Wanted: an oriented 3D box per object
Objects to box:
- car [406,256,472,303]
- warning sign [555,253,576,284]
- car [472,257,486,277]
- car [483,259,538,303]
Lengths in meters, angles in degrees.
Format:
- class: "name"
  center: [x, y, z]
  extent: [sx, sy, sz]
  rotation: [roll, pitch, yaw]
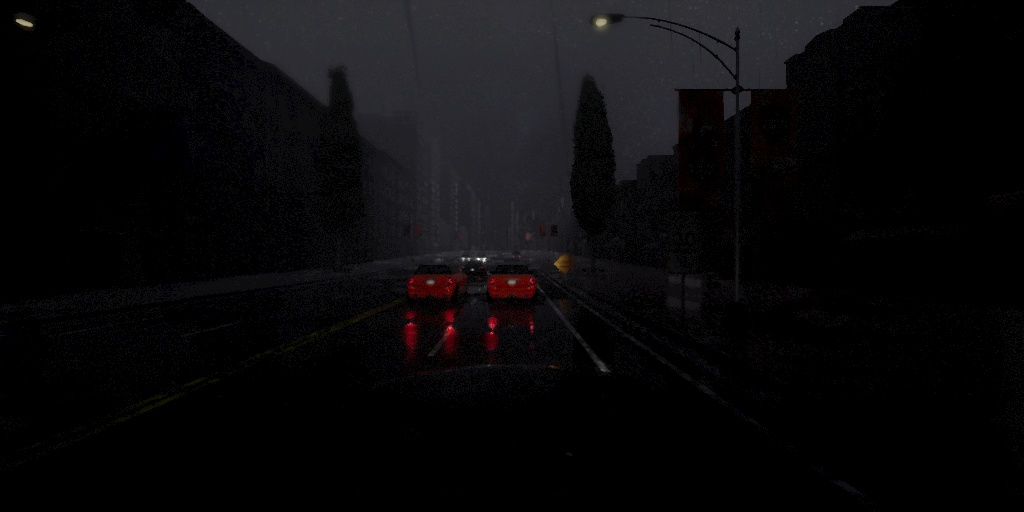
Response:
- class: "car"
  center: [-3.250, 1.053, 16.464]
  extent: [2.097, 1.767, 4.553]
  rotation: [0, 0, 0]
- class: "warning sign"
  center: [3.225, 0.754, 21.680]
  extent: [1.300, 1.860, 1.060]
  rotation: [0, 0, 0]
- class: "car"
  center: [-3.250, 1.066, 31.489]
  extent: [1.994, 1.385, 4.181]
  rotation: [0, 1, 0]
- class: "car"
  center: [0.000, 1.053, 16.464]
  extent: [2.097, 1.767, 4.553]
  rotation: [0, 0, 0]
